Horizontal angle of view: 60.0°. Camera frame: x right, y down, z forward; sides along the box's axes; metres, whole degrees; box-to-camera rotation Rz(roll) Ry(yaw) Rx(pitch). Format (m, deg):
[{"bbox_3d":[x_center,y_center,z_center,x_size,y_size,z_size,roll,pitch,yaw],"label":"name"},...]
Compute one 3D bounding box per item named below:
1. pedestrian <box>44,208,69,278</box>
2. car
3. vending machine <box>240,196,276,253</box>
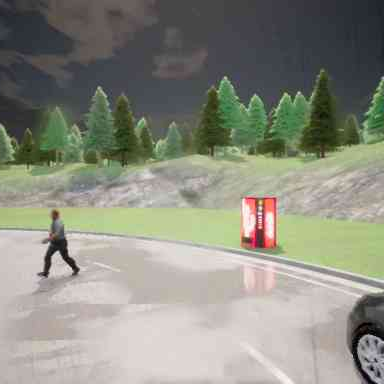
[{"bbox_3d":[-3.487,1.294,8.577,0.375,1.860,0.375,0,0,-42],"label":"pedestrian"},{"bbox_3d":[3.178,1.506,2.425,1.837,1.490,4.892,0,0,-9],"label":"car"},{"bbox_3d":[2.591,1.195,12.978,1.100,2.100,0.880,0,0,-40],"label":"vending machine"}]
